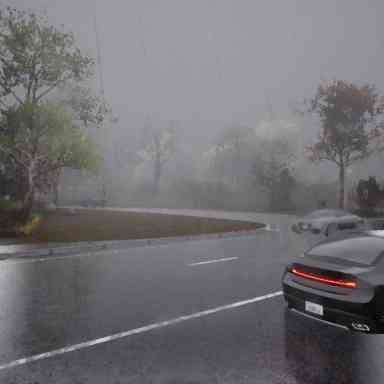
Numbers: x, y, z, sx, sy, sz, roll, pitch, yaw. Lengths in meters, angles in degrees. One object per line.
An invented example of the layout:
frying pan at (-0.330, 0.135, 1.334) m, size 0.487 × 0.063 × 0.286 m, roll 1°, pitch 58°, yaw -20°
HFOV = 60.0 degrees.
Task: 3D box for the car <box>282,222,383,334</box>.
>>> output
car at (3.812, 1.505, 6.438) m, size 4.892 × 1.490 × 1.837 m, roll 0°, pitch 0°, yaw -36°

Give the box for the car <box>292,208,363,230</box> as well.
car at (7.236, 1.564, 17.642) m, size 4.181 × 1.385 × 1.994 m, roll 0°, pitch 0°, yaw -35°

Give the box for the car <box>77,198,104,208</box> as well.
car at (-15.728, 1.653, 51.331) m, size 5.008 × 1.535 × 1.882 m, roll -1°, pitch -1°, yaw 37°
